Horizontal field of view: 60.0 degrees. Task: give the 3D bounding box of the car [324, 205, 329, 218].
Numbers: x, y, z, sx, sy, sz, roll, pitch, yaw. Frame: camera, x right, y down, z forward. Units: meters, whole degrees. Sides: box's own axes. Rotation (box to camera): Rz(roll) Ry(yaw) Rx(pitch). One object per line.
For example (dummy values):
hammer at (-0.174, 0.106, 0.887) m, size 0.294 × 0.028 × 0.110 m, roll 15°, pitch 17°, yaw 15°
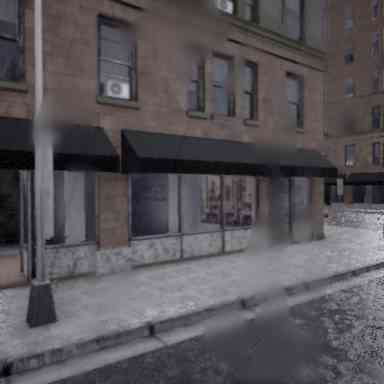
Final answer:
car at (6.704, 1.028, 22.710) m, size 2.192 × 1.841 × 5.009 m, roll 0°, pitch 1°, yaw -36°
